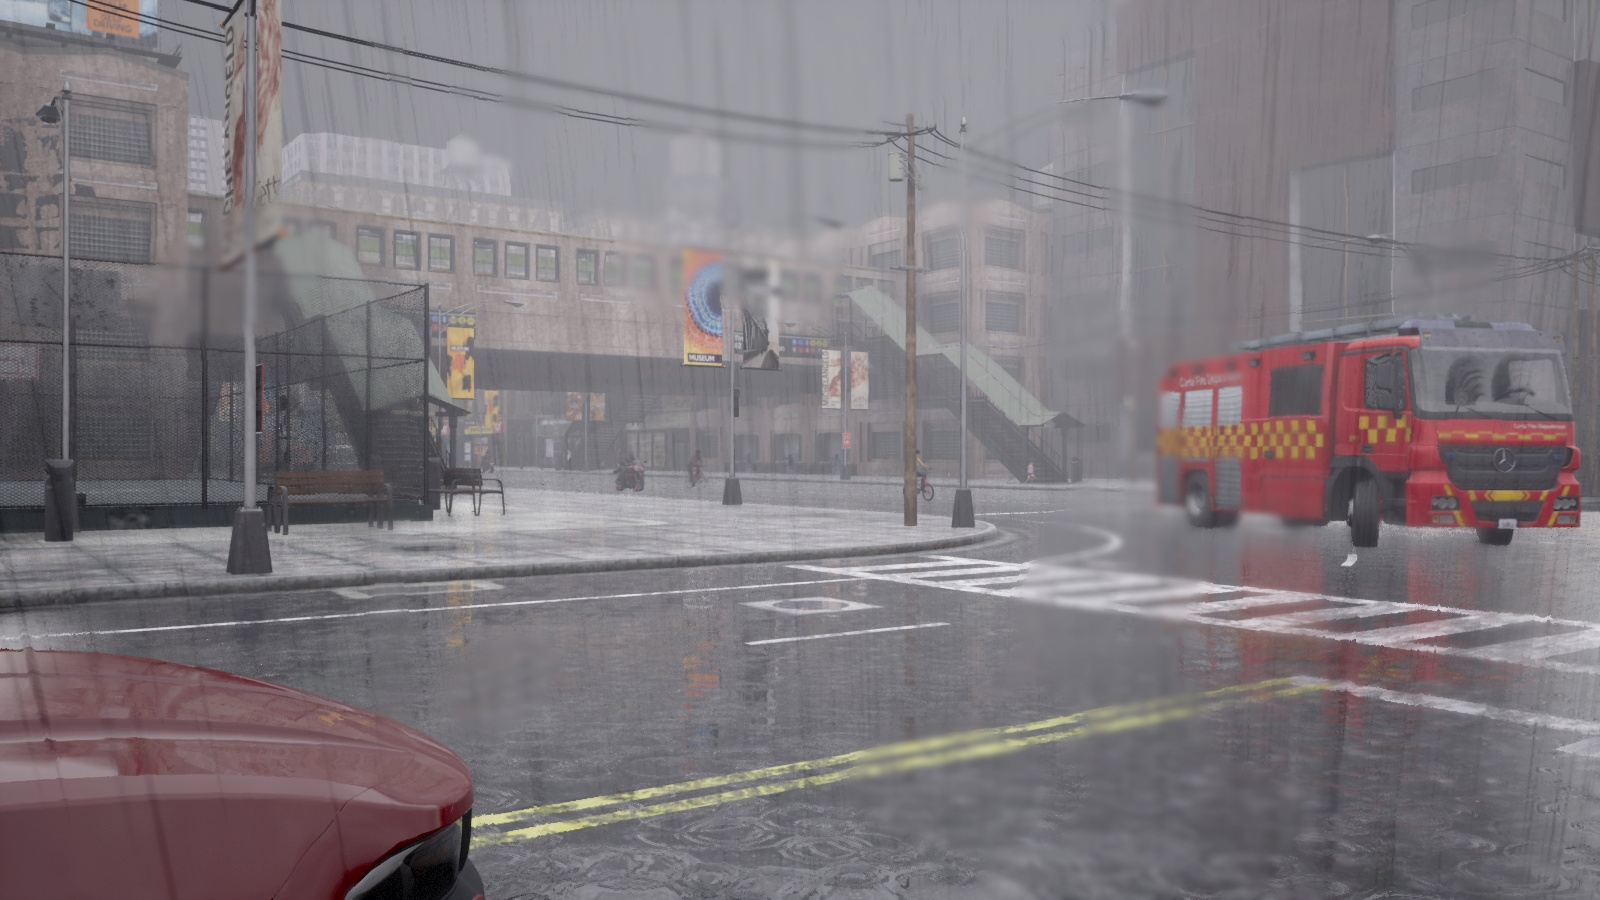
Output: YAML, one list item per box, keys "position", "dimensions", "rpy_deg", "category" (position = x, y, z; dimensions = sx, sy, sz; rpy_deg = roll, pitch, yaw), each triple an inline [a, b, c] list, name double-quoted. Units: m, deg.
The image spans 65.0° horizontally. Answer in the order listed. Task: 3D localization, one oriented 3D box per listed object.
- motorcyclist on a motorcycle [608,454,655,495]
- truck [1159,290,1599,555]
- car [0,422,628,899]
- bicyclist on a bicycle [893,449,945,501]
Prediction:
- position: [-6.467, 0.911, 48.163]
  dimensions: [0.866, 1.530, 2.191]
  rpy_deg: [0, 0, -35]
  category: "motorcyclist on a motorcycle"
- position: [9.776, -0.386, 22.546]
  dimensions: [2.891, 3.827, 8.468]
  rpy_deg: [0, 0, -11]
  category: "truck"
- position: [-2.898, 0.733, 1.605]
  dimensions: [5.008, 1.535, 1.882]
  rpy_deg: [0, 0, -36]
  category: "car"
- position: [3.733, 0.770, 39.578]
  dimensions: [0.866, 1.612, 1.509]
  rpy_deg: [0, 0, -35]
  category: "bicyclist on a bicycle"
